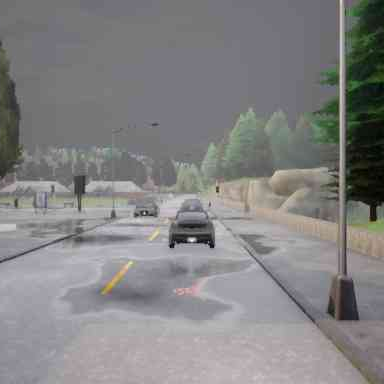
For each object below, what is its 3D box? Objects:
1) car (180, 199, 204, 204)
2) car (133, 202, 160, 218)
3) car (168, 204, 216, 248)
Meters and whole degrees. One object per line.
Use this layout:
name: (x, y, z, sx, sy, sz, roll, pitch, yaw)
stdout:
car: (0.000, 1.364, 29.620, 2.097, 1.767, 4.553, 0, 0, 0)
car: (-4.000, 1.598, 29.940, 1.994, 1.385, 4.181, 0, 0, 0)
car: (0.000, 1.514, 14.650, 1.837, 1.490, 4.892, 0, 0, 0)
